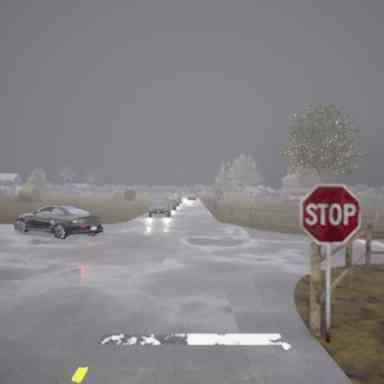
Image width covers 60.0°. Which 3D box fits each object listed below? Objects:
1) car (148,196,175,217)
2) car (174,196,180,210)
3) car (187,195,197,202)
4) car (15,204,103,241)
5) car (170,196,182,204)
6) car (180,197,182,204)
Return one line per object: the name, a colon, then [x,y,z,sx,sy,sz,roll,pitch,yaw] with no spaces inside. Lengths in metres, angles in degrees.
car: [-2.832,1.408,30.370,1.837,1.490,4.892,0,0,0]
car: [-2.819,1.439,39.515,1.994,1.385,4.181,0,0,0]
car: [0.037,1.280,71.687,1.882,1.535,5.008,0,0,0]
car: [-6.109,1.282,15.269,4.674,1.442,1.812,2,-1,32]
car: [-2.751,1.430,59.204,1.895,1.301,4.718,0,0,0]
car: [-2.811,1.328,49.183,1.882,1.535,5.008,0,0,0]
